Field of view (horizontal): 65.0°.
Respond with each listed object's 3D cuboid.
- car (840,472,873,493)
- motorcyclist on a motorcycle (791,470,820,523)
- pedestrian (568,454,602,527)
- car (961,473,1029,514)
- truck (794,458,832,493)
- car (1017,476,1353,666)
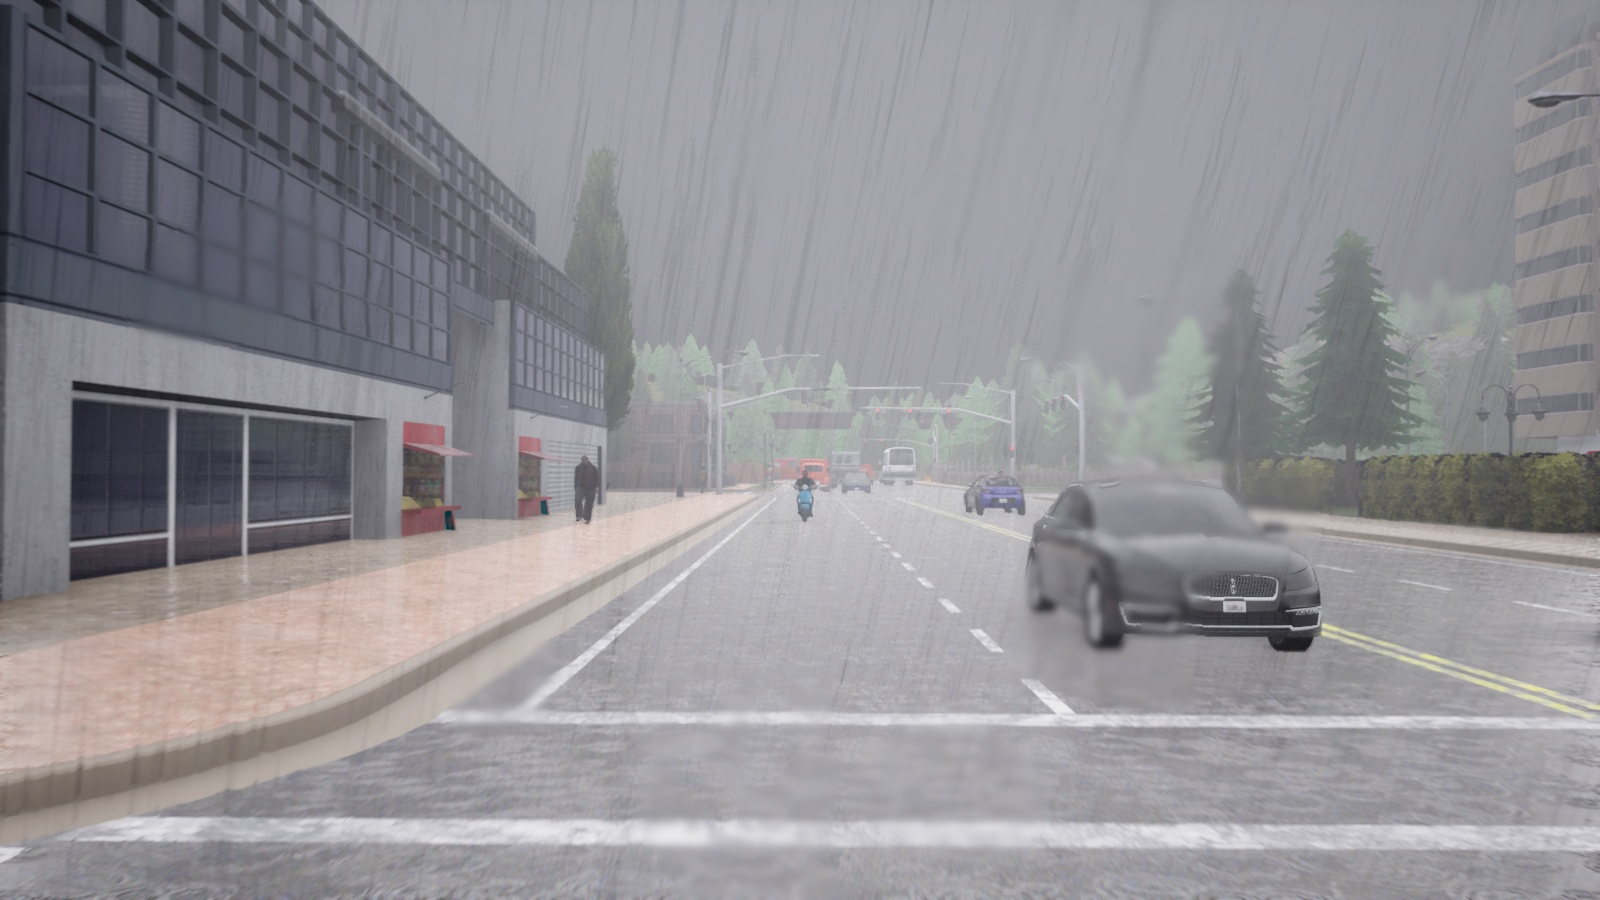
[{"bbox_3d":[4.012,2.297,89.471,2.163,1.488,4.792,0,-1,0],"label":"car"},{"bbox_3d":[0.164,1.414,38.605,0.866,1.590,1.817,0,-1,0],"label":"motorcyclist on a motorcycle"},{"bbox_3d":[-5.505,1.035,32.203,0.634,1.844,0.899,0,-1,7],"label":"pedestrian"},{"bbox_3d":[7.230,1.585,46.922,1.816,1.474,4.193,0,-1,-1],"label":"car"},{"bbox_3d":[1.043,1.923,95.595,2.627,2.467,5.204,1,-1,3],"label":"truck"},{"bbox_3d":[3.492,1.014,12.459,1.837,1.490,4.892,0,-1,0],"label":"car"}]
